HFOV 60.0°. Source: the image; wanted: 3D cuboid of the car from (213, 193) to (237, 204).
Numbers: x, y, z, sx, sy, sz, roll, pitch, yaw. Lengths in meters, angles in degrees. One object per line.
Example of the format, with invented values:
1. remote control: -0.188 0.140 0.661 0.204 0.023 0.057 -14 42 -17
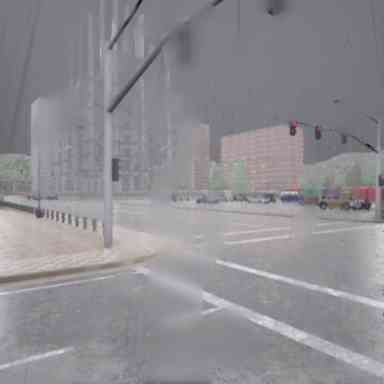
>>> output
1. car: 7.020 1.354 70.691 1.970 1.475 3.806 0 0 -35

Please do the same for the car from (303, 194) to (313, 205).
1. car: 24.776 1.101 64.866 1.932 1.855 4.605 0 0 -35

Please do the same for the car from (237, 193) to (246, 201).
1. car: 9.383 1.320 72.363 1.784 1.438 3.905 0 0 -35

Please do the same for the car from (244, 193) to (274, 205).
1. car: 11.035 1.359 55.032 1.970 1.475 3.806 0 0 -35

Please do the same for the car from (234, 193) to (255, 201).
1. car: 11.545 1.107 73.954 1.932 1.855 4.605 0 0 -35

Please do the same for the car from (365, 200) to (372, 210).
1. car: 18.917 1.122 39.211 1.905 1.878 3.866 0 0 -35

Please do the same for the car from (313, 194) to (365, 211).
1. car: 16.523 1.122 37.583 1.932 1.855 4.605 0 0 -35
